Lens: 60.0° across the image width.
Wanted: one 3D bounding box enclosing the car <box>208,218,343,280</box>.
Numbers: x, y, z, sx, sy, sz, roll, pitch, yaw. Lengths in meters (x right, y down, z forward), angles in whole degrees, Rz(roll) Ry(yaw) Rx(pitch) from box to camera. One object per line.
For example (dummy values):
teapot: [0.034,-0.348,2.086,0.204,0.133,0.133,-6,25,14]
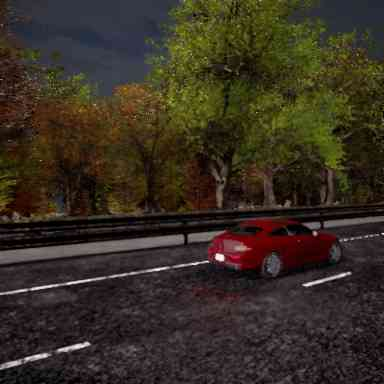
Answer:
car: [2.586,1.518,9.944,4.674,1.442,1.812,0,0,-36]
